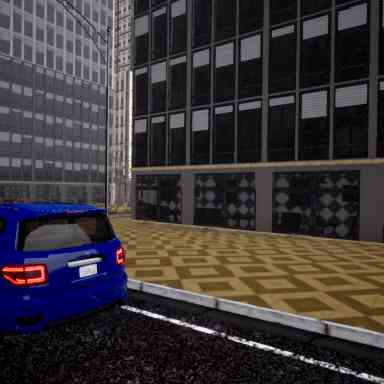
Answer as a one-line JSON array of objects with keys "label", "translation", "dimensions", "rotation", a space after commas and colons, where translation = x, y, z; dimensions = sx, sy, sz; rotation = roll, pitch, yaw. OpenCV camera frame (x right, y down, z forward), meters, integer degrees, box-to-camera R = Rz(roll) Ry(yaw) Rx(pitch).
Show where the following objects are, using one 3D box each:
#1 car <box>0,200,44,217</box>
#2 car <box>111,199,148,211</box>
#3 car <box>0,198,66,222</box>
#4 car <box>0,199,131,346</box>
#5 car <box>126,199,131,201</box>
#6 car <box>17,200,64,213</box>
[{"label": "car", "translation": [-18.012, 1.600, 33.990], "dimensions": [1.882, 1.535, 5.008], "rotation": [1, 0, 37]}, {"label": "car", "translation": [-8.668, 1.753, 46.634], "dimensions": [2.128, 1.511, 4.902], "rotation": [1, 0, 37]}, {"label": "car", "translation": [-14.124, 1.519, 29.521], "dimensions": [2.192, 1.841, 5.009], "rotation": [1, 0, 36]}, {"label": "car", "translation": [-3.683, 1.218, 6.311], "dimensions": [5.566, 2.045, 2.150], "rotation": [0, 0, 35]}, {"label": "car", "translation": [-7.324, 1.830, 38.731], "dimensions": [1.752, 1.417, 4.829], "rotation": [1, 0, 36]}, {"label": "car", "translation": [-17.620, 1.643, 38.896], "dimensions": [1.752, 1.417, 4.829], "rotation": [1, 0, 36]}]
